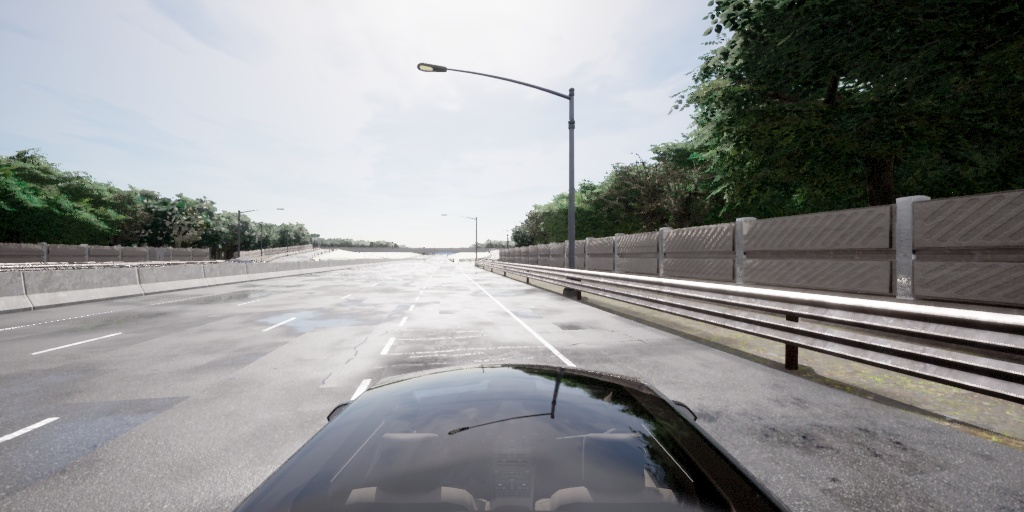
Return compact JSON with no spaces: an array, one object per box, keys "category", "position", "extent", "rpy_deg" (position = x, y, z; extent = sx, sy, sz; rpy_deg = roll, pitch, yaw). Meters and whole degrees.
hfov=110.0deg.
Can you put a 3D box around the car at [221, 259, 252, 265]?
[{"category":"car","position":[-32.498,1.134,42.372],"extent":[2.097,1.767,4.553],"rpy_deg":[0,0,-10]}]

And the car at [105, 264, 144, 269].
[{"category":"car","position":[-33.956,1.367,31.103],"extent":[1.895,1.301,4.718],"rpy_deg":[0,0,-11]}]
